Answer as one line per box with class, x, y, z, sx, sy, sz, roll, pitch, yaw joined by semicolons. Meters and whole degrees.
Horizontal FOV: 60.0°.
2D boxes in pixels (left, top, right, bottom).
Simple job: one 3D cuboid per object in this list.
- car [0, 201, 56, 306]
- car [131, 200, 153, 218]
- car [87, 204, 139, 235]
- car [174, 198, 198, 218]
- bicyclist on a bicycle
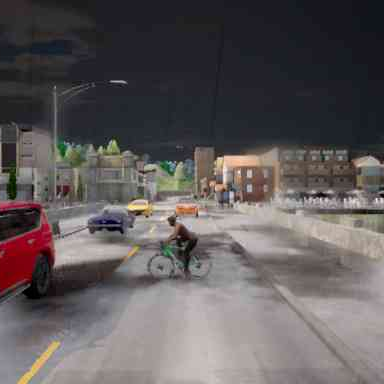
car;-4.203;1.218;5.579;2.150;2.045;5.566;0;0;-1
car;-4.674;1.477;30.169;1.882;1.535;5.008;0;0;-1
car;-4.476;1.600;19.020;1.895;1.301;4.718;0;0;-1
car;-0.522;1.351;30.761;2.097;1.767;4.553;0;0;-1
bicyclist on a bicycle;-0.333;1.443;8.560;1.656;1.620;0.582;-2;0;-1
